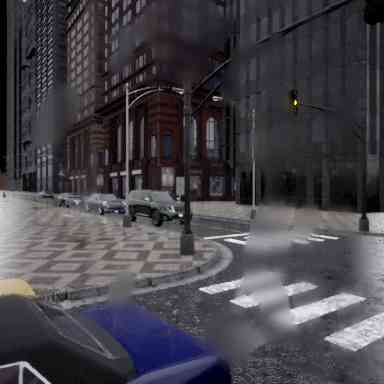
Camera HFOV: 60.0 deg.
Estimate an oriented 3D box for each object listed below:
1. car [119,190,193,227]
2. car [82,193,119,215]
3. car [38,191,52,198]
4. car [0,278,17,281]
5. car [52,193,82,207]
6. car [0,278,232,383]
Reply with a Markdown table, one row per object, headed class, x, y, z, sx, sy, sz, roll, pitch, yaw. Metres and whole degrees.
| class | x | y | z | sx | sy | sz | roll | pitch | yaw |
| --- | --- | --- | --- | --- | --- | --- | --- | --- | --- |
| car | -2.230 | 0.898 | 20.808 | 2.150 | 2.045 | 5.566 | 0 | 1 | -36 |
| car | -7.148 | 0.873 | 27.671 | 2.097 | 1.767 | 4.553 | 0 | 1 | -35 |
| car | -26.398 | 0.451 | 60.000 | 1.994 | 1.385 | 4.181 | 0 | 1 | -36 |
| car | -4.264 | 1.525 | 3.614 | 4.829 | 1.417 | 1.752 | 0 | 0 | -35 |
| car | -13.166 | 0.827 | 36.074 | 2.128 | 1.511 | 4.902 | 0 | 1 | -36 |
| car | -2.040 | 1.600 | 2.199 | 4.718 | 1.301 | 1.895 | 0 | 0 | -37 |
